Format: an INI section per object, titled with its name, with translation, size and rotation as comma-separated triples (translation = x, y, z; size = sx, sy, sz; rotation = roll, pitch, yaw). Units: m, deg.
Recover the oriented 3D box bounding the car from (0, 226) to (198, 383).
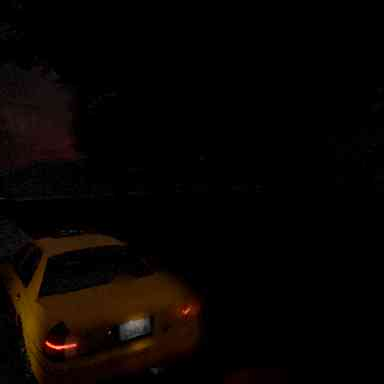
[car]
translation = -2.013, 1.325, 5.458
size = 1.801, 1.575, 5.366
rotation = -3, 2, -34
